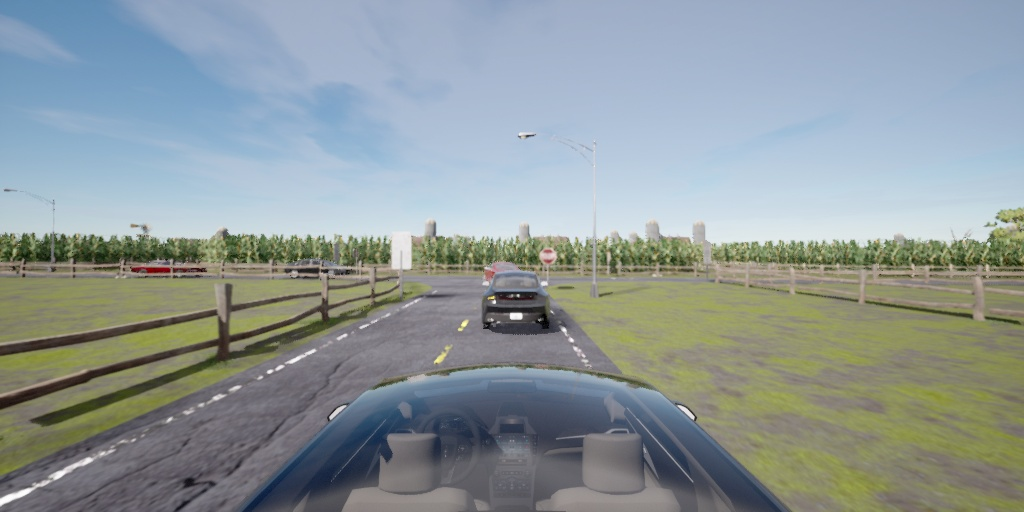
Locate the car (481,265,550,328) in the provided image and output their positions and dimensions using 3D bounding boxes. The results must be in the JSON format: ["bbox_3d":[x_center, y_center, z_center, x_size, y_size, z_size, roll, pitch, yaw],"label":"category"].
[{"bbox_3d":[0.101,1.215,11.235,1.837,1.490,4.892,0,0,0],"label":"car"}]

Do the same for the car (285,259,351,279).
[{"bbox_3d":[-15.515,1.013,28.785,4.892,1.490,1.837,0,-1,0],"label":"car"}]

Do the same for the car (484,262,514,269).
[{"bbox_3d":[-0.661,1.137,22.949,1.882,1.535,5.008,0,0,-11],"label":"car"}]

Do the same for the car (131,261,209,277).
[{"bbox_3d":[-27.392,1.029,28.851,4.718,1.301,1.895,0,-1,0],"label":"car"}]
